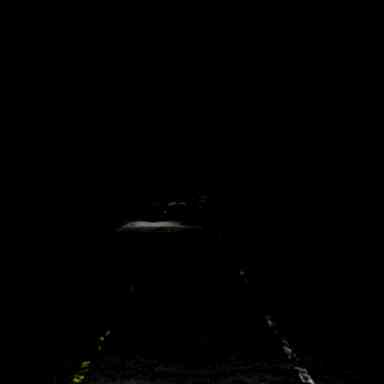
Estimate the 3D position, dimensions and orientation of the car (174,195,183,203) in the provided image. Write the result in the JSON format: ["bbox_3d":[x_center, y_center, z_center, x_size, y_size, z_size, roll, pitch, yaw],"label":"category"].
[{"bbox_3d":[-2.763,1.466,69.337,1.882,1.535,5.008,0,0,0],"label":"car"}]

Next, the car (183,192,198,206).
[{"bbox_3d":[-0.009,1.352,56.379,2.097,1.767,4.553,0,0,0],"label":"car"}]

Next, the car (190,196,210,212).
[{"bbox_3d":[0.955,1.529,38.211,1.812,1.442,4.674,0,0,0],"label":"car"}]

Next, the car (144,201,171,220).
[{"bbox_3d":[-2.854,1.481,27.996,1.882,1.535,5.008,0,0,0],"label":"car"}]

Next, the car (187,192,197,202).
[{"bbox_3d":[-0.012,1.057,70.367,2.150,2.045,5.566,0,0,0],"label":"car"}]
